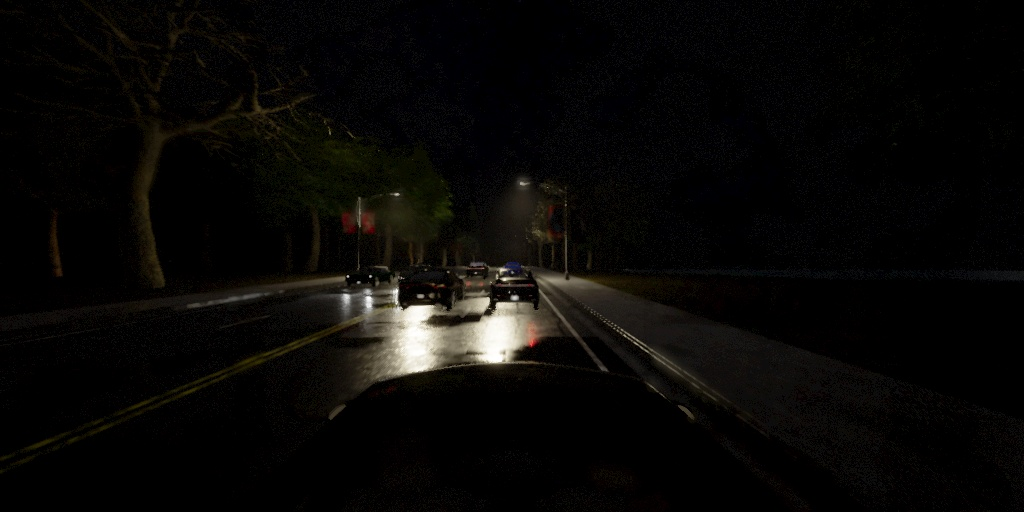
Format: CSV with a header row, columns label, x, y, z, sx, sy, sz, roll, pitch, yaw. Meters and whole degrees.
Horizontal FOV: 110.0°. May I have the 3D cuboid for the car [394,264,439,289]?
label,x,y,z,sx,sy,sz,roll,pitch,yaw
car,-6.508,1.329,25.075,1.837,1.490,4.892,0,0,0

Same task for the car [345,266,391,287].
label,x,y,z,sx,sy,sz,roll,pitch,yaw
car,-9.759,1.382,25.043,1.895,1.301,4.718,0,0,0

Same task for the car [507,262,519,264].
label,x,y,z,sx,sy,sz,roll,pitch,yaw
car,0.089,1.346,35.351,1.812,1.442,4.674,0,0,0

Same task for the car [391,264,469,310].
label,x,y,z,sx,sy,sz,roll,pitch,yaw
car,-3.155,1.236,14.842,1.882,1.535,5.008,0,0,0

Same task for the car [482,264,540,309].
label,x,y,z,sx,sy,sz,roll,pitch,yaw
car,0.095,1.250,14.953,2.128,1.511,4.902,0,0,0

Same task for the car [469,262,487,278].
label,x,y,z,sx,sy,sz,roll,pitch,yaw
car,-3.161,1.302,33.702,2.128,1.511,4.902,0,0,0
